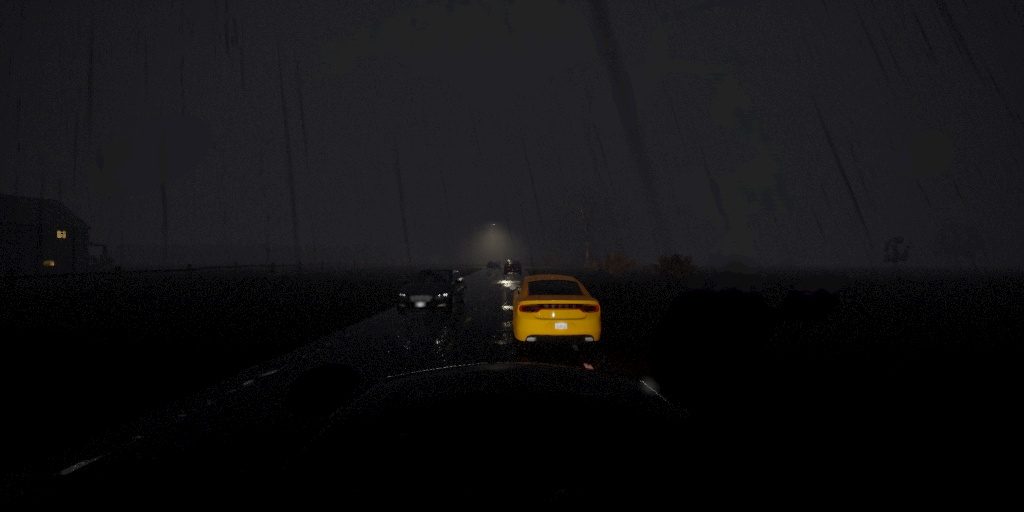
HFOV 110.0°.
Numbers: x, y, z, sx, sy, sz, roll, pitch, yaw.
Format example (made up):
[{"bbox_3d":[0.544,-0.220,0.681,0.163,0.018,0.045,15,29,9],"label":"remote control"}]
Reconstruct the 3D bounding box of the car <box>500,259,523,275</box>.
[{"bbox_3d":[0.098,1.234,39.195,2.128,1.511,4.902,0,0,0],"label":"car"}]

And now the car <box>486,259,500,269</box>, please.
[{"bbox_3d":[-2.820,1.303,55.299,1.994,1.385,4.181,0,0,0],"label":"car"}]

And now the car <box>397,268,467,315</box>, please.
[{"bbox_3d":[-2.846,1.239,13.559,2.128,1.511,4.902,0,0,0],"label":"car"}]

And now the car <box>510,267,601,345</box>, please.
[{"bbox_3d":[0.966,1.226,9.533,1.882,1.535,5.008,0,0,0],"label":"car"}]
